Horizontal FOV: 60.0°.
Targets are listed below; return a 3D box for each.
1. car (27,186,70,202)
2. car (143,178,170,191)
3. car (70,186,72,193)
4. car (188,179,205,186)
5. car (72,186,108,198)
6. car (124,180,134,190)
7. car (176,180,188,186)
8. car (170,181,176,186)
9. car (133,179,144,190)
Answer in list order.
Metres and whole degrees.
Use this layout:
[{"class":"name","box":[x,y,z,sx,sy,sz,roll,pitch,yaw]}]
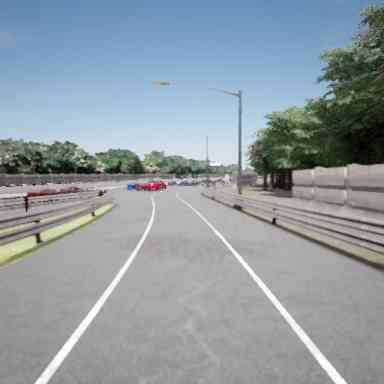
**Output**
[{"class":"car","box":[-17.133,0.252,39.326,1.882,1.535,5.008,0,3,16]},{"class":"car","box":[-6.576,-1.285,62.777,2.150,2.045,5.566,0,3,16]},{"class":"car","box":[-17.856,-0.206,49.260,1.812,1.442,4.674,0,3,16]},{"class":"car","box":[1.306,-2.583,89.599,2.097,1.767,4.553,0,3,16]},{"class":"car","box":[-12.576,0.074,42.411,2.128,1.511,4.902,0,3,16]},{"class":"car","box":[-11.861,-1.341,69.614,1.882,1.535,5.008,0,3,16]},{"class":"car","box":[-2.040,-2.443,90.633,1.812,1.442,4.674,0,3,16]},{"class":"car","box":[-5.393,-2.443,91.638,1.994,1.385,4.181,0,3,16]},{"class":"car","box":[-9.223,-1.184,66.184,1.882,1.535,5.008,0,3,16]}]
